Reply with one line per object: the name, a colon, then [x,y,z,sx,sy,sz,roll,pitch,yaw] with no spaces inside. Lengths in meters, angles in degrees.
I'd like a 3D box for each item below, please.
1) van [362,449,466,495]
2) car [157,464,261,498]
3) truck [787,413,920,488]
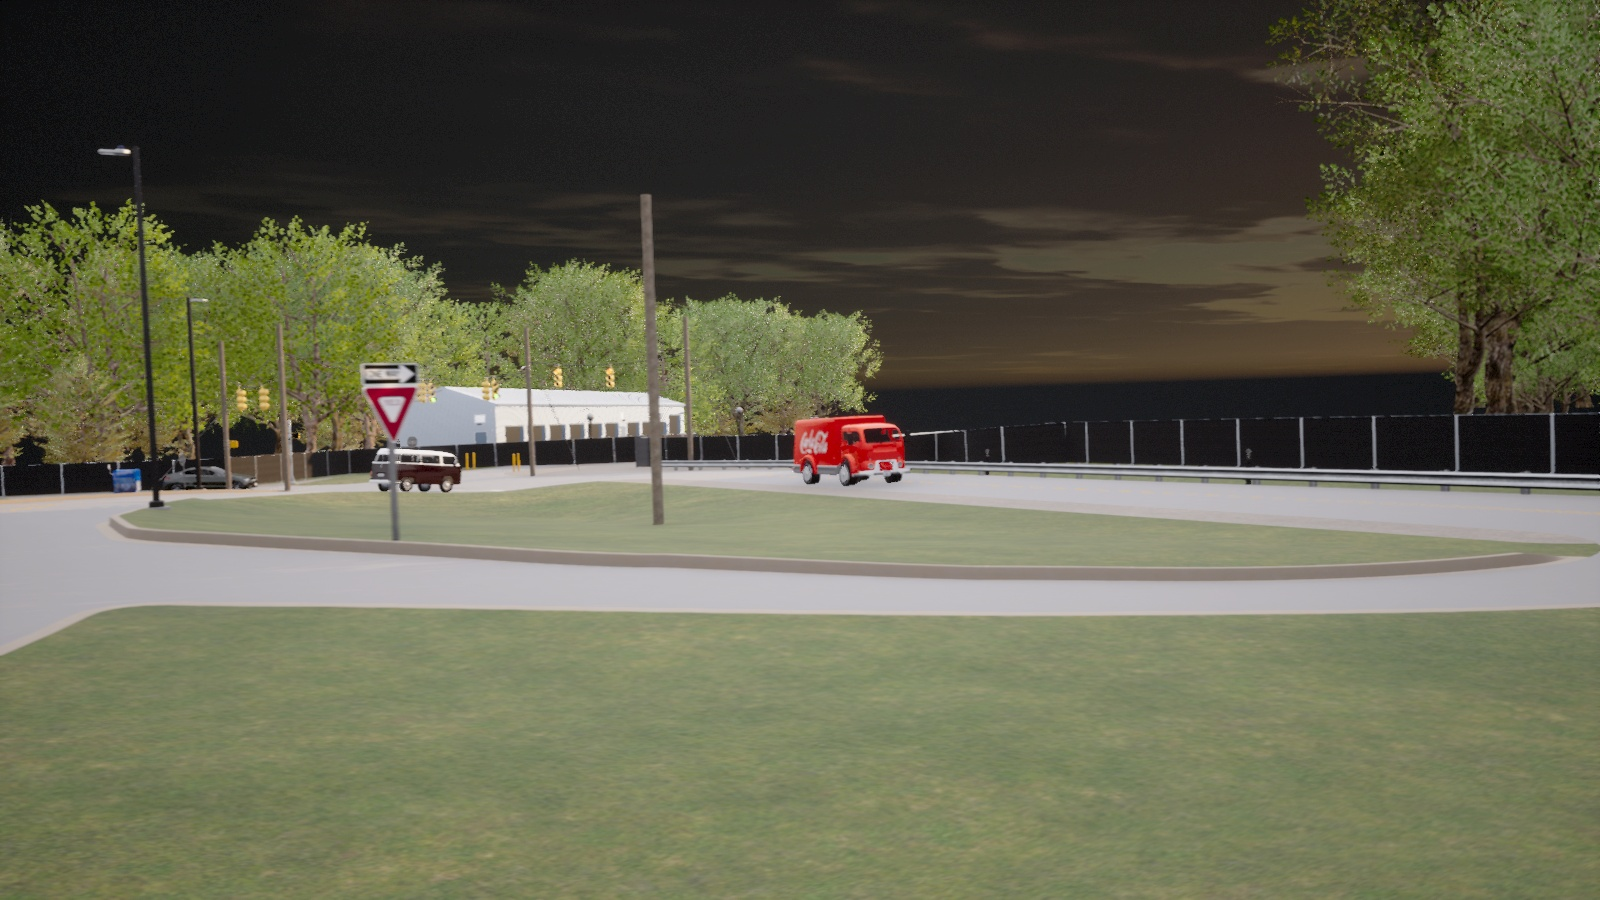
van: [-18.409,1.083,60.034,2.069,2.038,4.480,-1,-3,31]
car: [-34.422,1.796,73.246,5.027,1.651,2.152,-2,3,-8]
truck: [1.865,0.000,45.887,2.627,2.467,5.204,-3,1,-25]
